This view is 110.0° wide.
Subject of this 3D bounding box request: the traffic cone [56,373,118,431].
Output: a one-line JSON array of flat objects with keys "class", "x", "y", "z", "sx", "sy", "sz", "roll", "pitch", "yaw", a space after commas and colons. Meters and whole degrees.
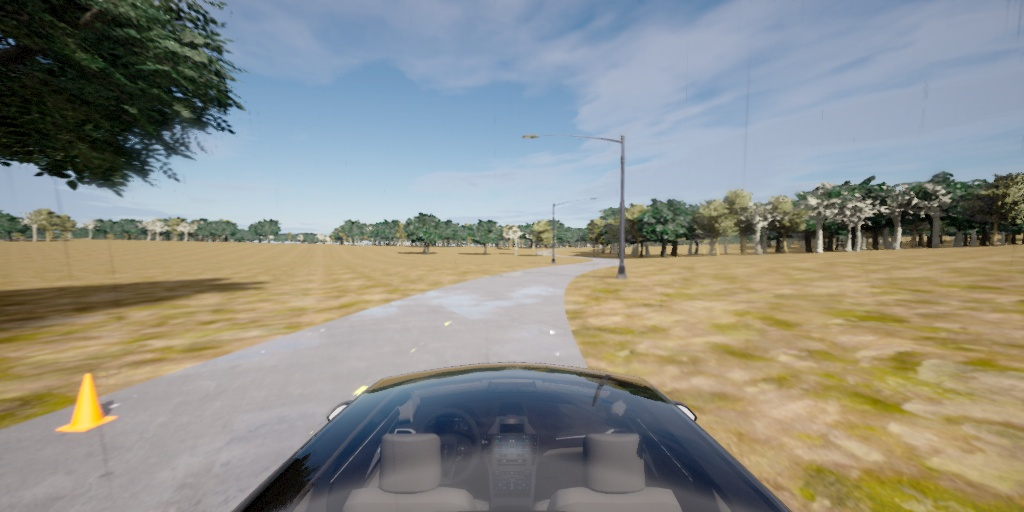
[{"class": "traffic cone", "x": -4.945, "y": 1.671, "z": 4.186, "sx": 0.340, "sy": 0.580, "sz": 0.340, "roll": 0, "pitch": 0, "yaw": 2}]
